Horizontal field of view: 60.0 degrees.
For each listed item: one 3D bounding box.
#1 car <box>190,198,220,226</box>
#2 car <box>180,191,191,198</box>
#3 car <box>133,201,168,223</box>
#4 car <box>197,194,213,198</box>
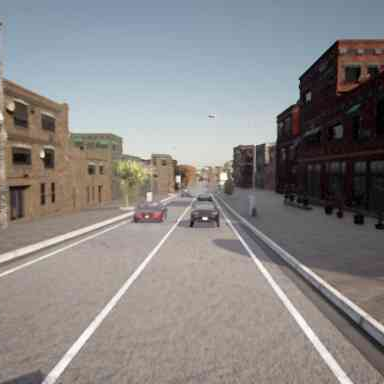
[{"bbox_3d":[0.841,1.358,21.698,1.812,1.442,4.674,0,1,2],"label":"car"},{"bbox_3d":[-1.160,0.415,64.121,1.994,1.385,4.181,0,2,3],"label":"car"},{"bbox_3d":[-2.801,1.356,23.303,1.994,1.385,4.181,0,1,2],"label":"car"},{"bbox_3d":[1.601,0.936,41.758,1.882,1.535,5.008,0,1,2],"label":"car"}]
